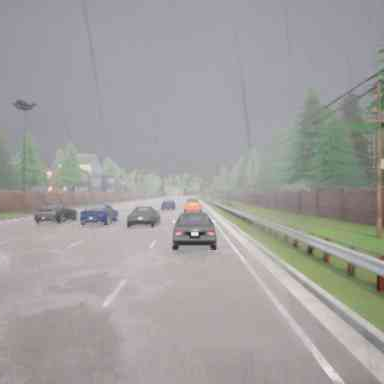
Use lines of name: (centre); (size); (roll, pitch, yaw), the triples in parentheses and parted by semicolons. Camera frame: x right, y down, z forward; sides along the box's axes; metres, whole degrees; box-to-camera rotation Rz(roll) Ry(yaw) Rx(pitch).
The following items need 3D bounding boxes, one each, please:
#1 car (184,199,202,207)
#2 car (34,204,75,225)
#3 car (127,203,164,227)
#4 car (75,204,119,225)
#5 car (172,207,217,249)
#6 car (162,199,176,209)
car: (0.110, 1.601, 41.452); (2.097, 1.767, 4.553); (0, 0, 0)
car: (-10.409, 1.649, 25.760); (2.128, 1.511, 4.902); (0, 0, 0)
car: (-3.417, 1.710, 24.006); (1.994, 1.385, 4.181); (0, 0, 0)
car: (-6.911, 1.630, 25.247); (1.882, 1.535, 5.008); (0, 0, 0)
car: (0.102, 1.639, 15.023); (2.033, 1.411, 5.357); (0, 0, 0)
car: (-3.389, 1.775, 49.287); (1.882, 1.535, 5.008); (0, 0, 0)
